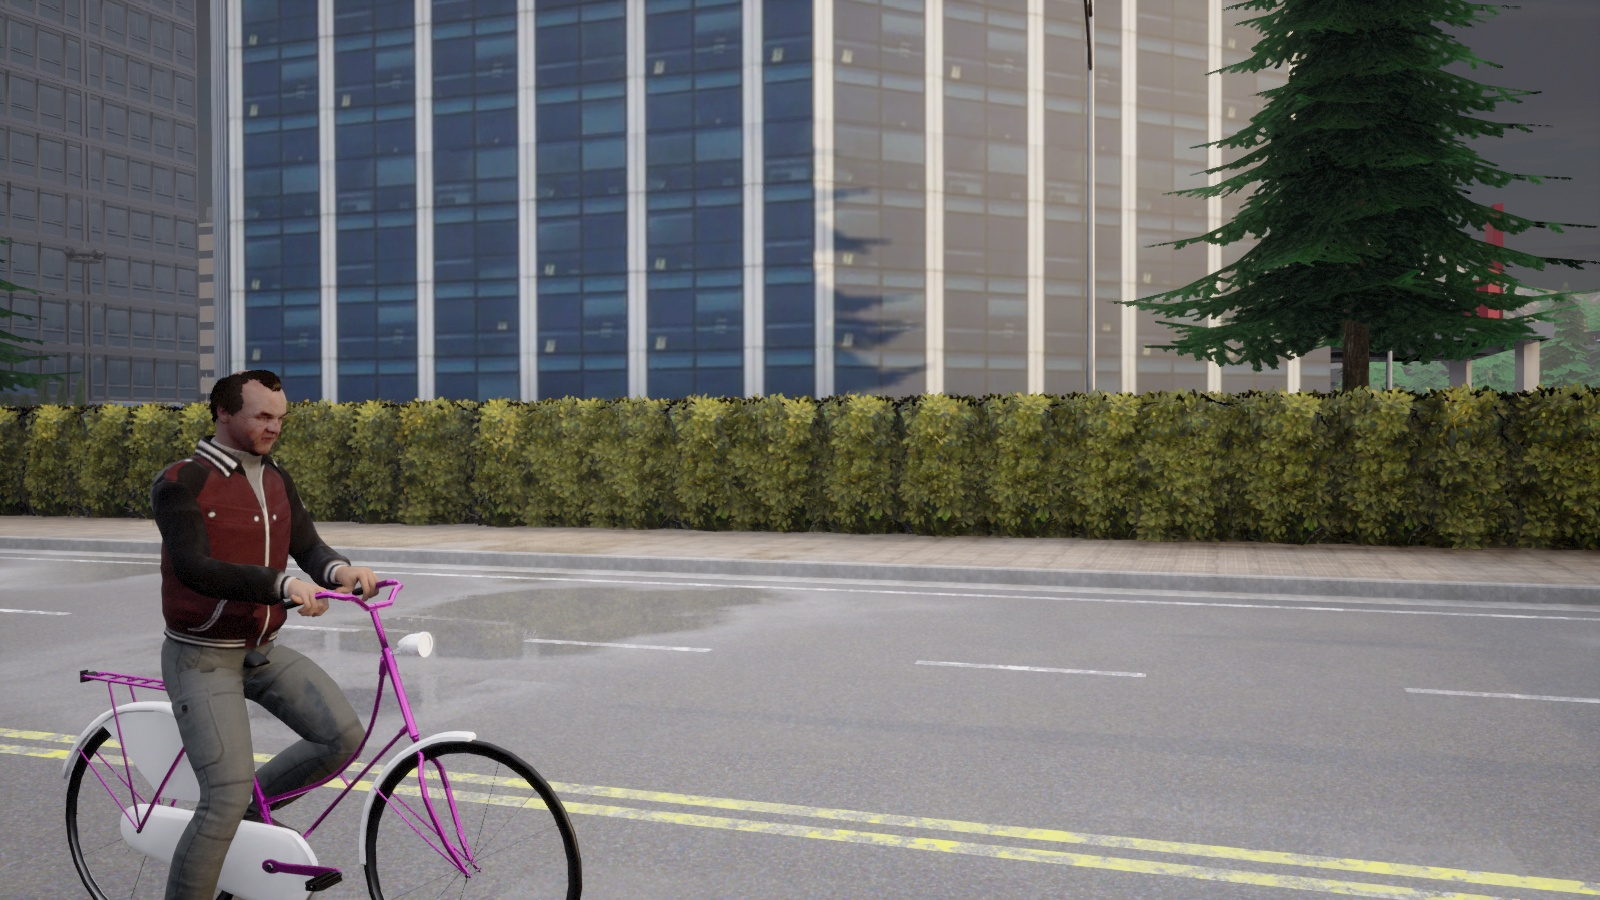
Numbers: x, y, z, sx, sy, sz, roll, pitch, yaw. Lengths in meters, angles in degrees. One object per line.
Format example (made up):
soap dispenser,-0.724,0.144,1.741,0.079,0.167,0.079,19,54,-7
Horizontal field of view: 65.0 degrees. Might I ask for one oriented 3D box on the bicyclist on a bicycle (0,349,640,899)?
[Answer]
bicyclist on a bicycle,-1.451,0.633,3.680,1.843,1.776,0.659,0,1,19
